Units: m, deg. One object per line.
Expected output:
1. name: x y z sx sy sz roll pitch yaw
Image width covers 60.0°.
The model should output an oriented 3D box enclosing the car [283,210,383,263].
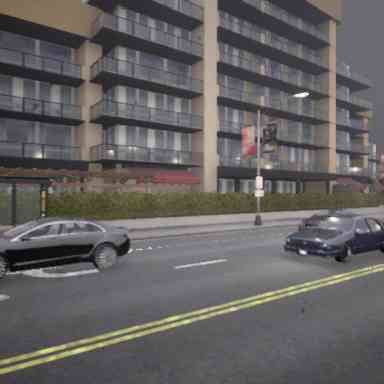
1. car: 5.807 1.600 12.438 5.357 1.411 2.033 0 0 -35

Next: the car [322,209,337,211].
1. car: 7.638 1.637 18.015 4.181 1.385 1.994 0 0 -35

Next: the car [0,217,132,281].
1. car: -4.163 1.501 9.620 4.902 1.511 2.128 0 0 -36
